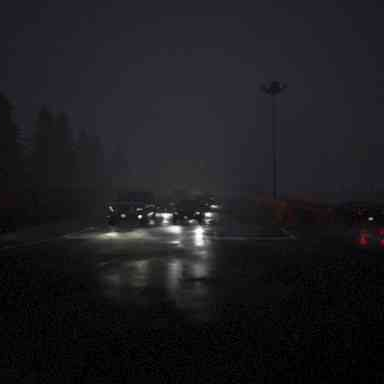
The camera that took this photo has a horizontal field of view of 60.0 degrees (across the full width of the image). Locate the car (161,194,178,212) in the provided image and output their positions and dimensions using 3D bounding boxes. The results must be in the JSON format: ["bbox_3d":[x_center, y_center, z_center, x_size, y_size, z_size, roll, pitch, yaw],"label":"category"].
[{"bbox_3d":[-2.805,1.171,31.140,1.994,1.385,4.181,0,1,5],"label":"car"}]

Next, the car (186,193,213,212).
[{"bbox_3d":[0.806,1.087,32.027,1.812,1.442,4.674,0,1,6],"label":"car"}]

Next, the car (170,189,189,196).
[{"bbox_3d":[-1.559,0.639,43.783,2.150,2.045,5.566,0,2,6],"label":"car"}]

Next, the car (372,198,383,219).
[{"bbox_3d":[14.113,1.128,22.378,1.994,1.385,4.181,0,1,6],"label":"car"}]

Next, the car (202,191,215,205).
[{"bbox_3d":[1.965,0.746,43.756,2.097,1.767,4.553,0,1,6],"label":"car"}]

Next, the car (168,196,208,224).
[{"bbox_3d":[-0.154,1.226,22.229,1.812,1.442,4.674,0,1,6],"label":"car"}]

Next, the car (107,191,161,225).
[{"bbox_3d":[-3.743,0.962,21.769,2.150,2.045,5.566,0,1,4],"label":"car"}]

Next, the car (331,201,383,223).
[{"bbox_3d":[10.492,1.213,21.335,1.895,1.301,4.718,0,1,6],"label":"car"}]
